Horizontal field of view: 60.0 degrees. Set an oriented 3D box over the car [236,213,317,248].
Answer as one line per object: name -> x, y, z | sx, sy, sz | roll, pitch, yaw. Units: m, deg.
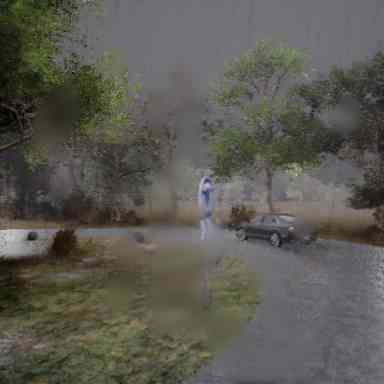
car -> 4.035, 1.821, 16.685 | 1.837, 1.490, 4.892 | 2, -2, -23
